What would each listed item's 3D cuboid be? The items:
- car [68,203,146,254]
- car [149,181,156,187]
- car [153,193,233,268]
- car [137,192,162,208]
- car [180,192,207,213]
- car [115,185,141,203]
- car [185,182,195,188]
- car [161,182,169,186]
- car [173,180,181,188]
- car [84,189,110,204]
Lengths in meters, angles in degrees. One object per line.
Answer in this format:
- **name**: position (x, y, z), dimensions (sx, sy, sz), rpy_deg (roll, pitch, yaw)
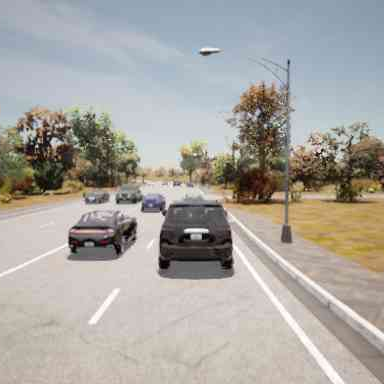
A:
- **car**: position (-3.395, 1.463, 13.419), dimensions (2.128, 1.511, 4.902), rpy_deg (0, 1, 0)
- **car**: position (-11.168, -2.357, 94.567), dimensions (1.882, 1.535, 5.008), rpy_deg (0, 3, -2)
- **car**: position (0.103, 1.232, 11.510), dimensions (2.150, 2.045, 5.566), rpy_deg (0, 1, 0)
- **car**: position (-3.388, 0.831, 29.606), dimensions (1.812, 1.442, 4.674), rpy_deg (0, 3, 0)
- **car**: position (0.111, 0.823, 29.014), dimensions (2.128, 1.511, 4.902), rpy_deg (0, 3, 0)
- **car**: position (-6.986, 0.226, 37.182), dimensions (2.150, 2.045, 5.566), rpy_deg (0, 3, 0)
- **car**: position (-0.358, -1.777, 86.647), dimensions (1.812, 1.442, 4.674), rpy_deg (0, 3, -2)
- **car**: position (-7.672, -2.290, 94.733), dimensions (1.994, 1.385, 4.181), rpy_deg (0, 3, -2)
- **car**: position (-3.846, -2.099, 86.154), dimensions (2.150, 2.045, 5.566), rpy_deg (0, 3, -2)
- **car**: position (-10.486, 0.465, 37.108), dimensions (2.128, 1.511, 4.902), rpy_deg (0, 2, 0)
